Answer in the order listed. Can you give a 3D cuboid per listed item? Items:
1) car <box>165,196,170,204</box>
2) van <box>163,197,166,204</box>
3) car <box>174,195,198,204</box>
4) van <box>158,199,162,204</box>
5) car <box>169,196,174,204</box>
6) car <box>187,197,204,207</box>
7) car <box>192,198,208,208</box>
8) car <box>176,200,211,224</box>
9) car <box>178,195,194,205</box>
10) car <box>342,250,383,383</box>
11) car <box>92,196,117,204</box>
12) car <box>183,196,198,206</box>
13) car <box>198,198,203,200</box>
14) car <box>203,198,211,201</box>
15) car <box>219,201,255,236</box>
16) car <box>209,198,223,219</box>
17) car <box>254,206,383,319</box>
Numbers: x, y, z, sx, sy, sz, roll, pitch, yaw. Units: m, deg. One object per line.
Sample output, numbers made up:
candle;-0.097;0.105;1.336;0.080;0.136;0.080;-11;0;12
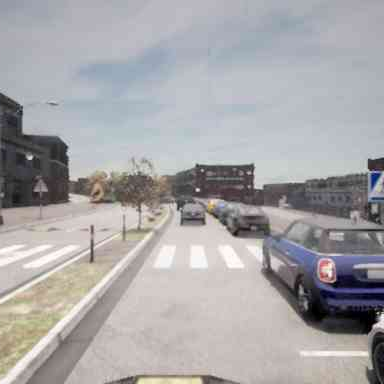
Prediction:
car;-4.758;2.241;84.466;2.002;1.452;4.674;0;-2;-14
van;-6.142;2.145;89.972;1.878;1.987;4.442;0;-2;-14
car;-0.889;1.348;42.986;2.150;2.045;5.566;0;0;-5
van;-7.627;2.334;95.305;1.878;1.987;4.442;0;-2;-15
car;-3.487;2.096;79.073;2.002;1.452;4.674;0;-1;-12
car;0.519;1.701;57.155;2.231;1.521;4.892;0;0;-7
car;1.208;1.703;51.778;2.002;1.452;4.674;0;0;-6
car;0.033;1.561;24.819;2.033;1.411;5.357;0;0;-1
car;-1.262;1.584;68.261;2.435;2.045;5.566;0;-1;-10
car;2.996;1.520;2.025;2.002;1.452;4.674;0;0;0
car;-22.097;2.093;85.777;5.566;2.045;2.435;0;-2;-15
car;-0.323;1.631;62.729;2.185;1.767;4.553;0;-1;-9
car;1.792;1.658;46.289;2.163;1.488;4.792;0;0;-5
car;2.638;1.556;35.070;2.097;1.535;5.008;0;0;-2
car;2.993;1.478;18.460;2.231;1.521;4.892;0;0;0
car;2.870;1.561;29.526;2.002;1.452;4.674;0;0;-1
car;2.995;1.352;7.518;2.185;1.767;4.553;0;0;0
